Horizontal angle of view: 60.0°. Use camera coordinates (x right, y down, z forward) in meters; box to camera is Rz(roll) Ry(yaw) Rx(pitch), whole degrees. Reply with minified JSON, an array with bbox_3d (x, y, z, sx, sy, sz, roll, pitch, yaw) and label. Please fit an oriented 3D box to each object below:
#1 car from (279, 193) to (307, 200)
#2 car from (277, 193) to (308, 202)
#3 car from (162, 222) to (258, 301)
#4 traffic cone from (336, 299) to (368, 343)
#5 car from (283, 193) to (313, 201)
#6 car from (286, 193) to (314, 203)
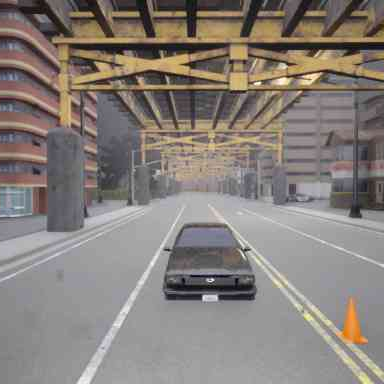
[{"bbox_3d":[17.878,0.801,58.960,4.536,1.218,1.853,0,1,25],"label":"car"},{"bbox_3d":[17.831,0.959,58.984,4.974,1.542,2.038,0,1,25],"label":"car"},{"bbox_3d":[0.364,1.533,8.719,2.033,1.411,5.357,0,0,1],"label":"car"},{"bbox_3d":[2.455,1.949,5.111,0.340,0.580,0.340,0,0,0],"label":"traffic cone"},{"bbox_3d":[17.531,0.848,54.843,4.536,1.218,1.853,0,1,-20],"label":"car"},{"bbox_3d":[17.482,1.006,54.827,4.974,1.542,2.038,0,1,-20],"label":"car"}]
